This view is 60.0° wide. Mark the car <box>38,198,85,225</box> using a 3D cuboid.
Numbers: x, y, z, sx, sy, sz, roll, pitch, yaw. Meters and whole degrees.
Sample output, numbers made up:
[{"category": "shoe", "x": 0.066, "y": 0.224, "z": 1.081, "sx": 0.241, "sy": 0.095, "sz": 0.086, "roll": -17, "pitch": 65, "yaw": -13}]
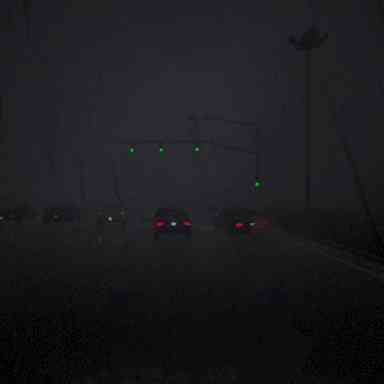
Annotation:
[{"category": "car", "x": -9.210, "y": 1.426, "z": 23.892, "sx": 1.882, "sy": 1.535, "sz": 5.008, "roll": 0, "pitch": 0, "yaw": -10}]

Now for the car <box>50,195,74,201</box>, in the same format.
[{"category": "car", "x": -29.007, "y": 1.301, "z": 74.183, "sx": 5.357, "sy": 1.411, "sz": 2.033, "roll": 0, "pitch": 0, "yaw": 27}]

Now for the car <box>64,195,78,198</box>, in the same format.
[{"category": "car", "x": -24.023, "y": 1.467, "z": 62.471, "sx": 4.718, "sy": 1.301, "sz": 1.895, "roll": 0, "pitch": 0, "yaw": 37}]

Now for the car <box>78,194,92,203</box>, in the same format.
[{"category": "car", "x": -22.461, "y": 1.407, "z": 65.698, "sx": 4.181, "sy": 1.385, "sz": 1.994, "roll": 0, "pitch": 0, "yaw": 37}]

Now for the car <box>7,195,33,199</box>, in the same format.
[{"category": "car", "x": -30.663, "y": 1.238, "z": 58.768, "sx": 4.553, "sy": 1.767, "sz": 2.097, "roll": 0, "pitch": 0, "yaw": 34}]

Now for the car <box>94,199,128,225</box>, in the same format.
[{"category": "car", "x": -5.577, "y": 1.470, "z": 23.438, "sx": 1.812, "sy": 1.442, "sz": 4.674, "roll": 0, "pitch": 0, "yaw": -9}]

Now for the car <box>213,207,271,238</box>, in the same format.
[{"category": "car", "x": 2.411, "y": 1.497, "z": 17.294, "sx": 2.033, "sy": 1.411, "sz": 5.357, "roll": 0, "pitch": 0, "yaw": -7}]

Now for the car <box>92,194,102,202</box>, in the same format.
[{"category": "car", "x": -20.649, "y": 1.199, "z": 68.741, "sx": 4.553, "sy": 1.767, "sz": 2.097, "roll": 0, "pitch": 0, "yaw": 37}]

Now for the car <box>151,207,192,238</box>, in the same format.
[{"category": "car", "x": -1.151, "y": 1.501, "z": 17.612, "sx": 2.033, "sy": 1.411, "sz": 5.357, "roll": 0, "pitch": 0, "yaw": -7}]

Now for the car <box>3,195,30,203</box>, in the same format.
[{"category": "car", "x": -34.385, "y": 1.297, "z": 65.142, "sx": 5.008, "sy": 1.535, "sz": 1.882, "roll": 0, "pitch": 0, "yaw": 23}]

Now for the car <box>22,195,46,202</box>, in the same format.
[{"category": "car", "x": -32.345, "y": 1.323, "z": 68.030, "sx": 4.674, "sy": 1.442, "sz": 1.812, "roll": 0, "pitch": 0, "yaw": 27}]

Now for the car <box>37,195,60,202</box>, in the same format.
[{"category": "car", "x": -30.703, "y": 1.375, "z": 71.120, "sx": 4.718, "sy": 1.301, "sz": 1.895, "roll": 0, "pitch": 0, "yaw": 27}]

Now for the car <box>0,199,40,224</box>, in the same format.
[{"category": "car", "x": -12.777, "y": 1.479, "z": 23.987, "sx": 1.812, "sy": 1.442, "sz": 4.674, "roll": 0, "pitch": 0, "yaw": -10}]

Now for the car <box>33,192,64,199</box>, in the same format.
[{"category": "car", "x": -25.587, "y": 1.099, "z": 59.209, "sx": 5.566, "sy": 2.045, "sz": 2.150, "roll": 0, "pitch": 0, "yaw": 41}]
